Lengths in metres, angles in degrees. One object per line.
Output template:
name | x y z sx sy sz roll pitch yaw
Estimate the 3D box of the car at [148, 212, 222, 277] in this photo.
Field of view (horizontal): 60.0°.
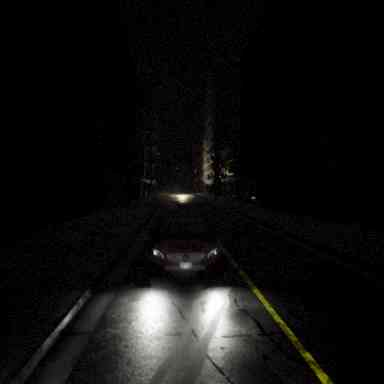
car | -0.264 1.361 9.912 1.812 1.442 4.674 0 1 -3
